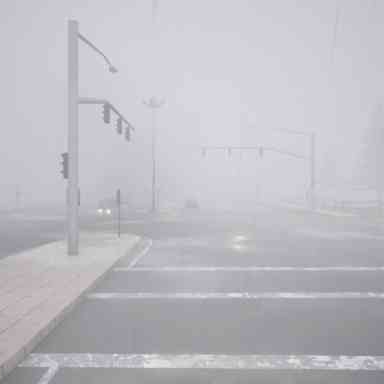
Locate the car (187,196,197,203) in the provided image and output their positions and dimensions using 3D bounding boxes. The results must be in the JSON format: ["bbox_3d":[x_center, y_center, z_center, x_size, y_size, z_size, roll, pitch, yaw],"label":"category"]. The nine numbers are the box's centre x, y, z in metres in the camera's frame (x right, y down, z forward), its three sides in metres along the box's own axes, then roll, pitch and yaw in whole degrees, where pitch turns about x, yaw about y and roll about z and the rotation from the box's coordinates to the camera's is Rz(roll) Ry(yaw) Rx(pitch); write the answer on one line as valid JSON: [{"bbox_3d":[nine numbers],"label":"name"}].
[{"bbox_3d":[-0.072,1.571,68.890,1.994,1.385,4.181,0,0,0],"label":"car"}]

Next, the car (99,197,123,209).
[{"bbox_3d":[-11.642,1.496,46.708,2.128,1.511,4.902,0,0,0],"label":"car"}]

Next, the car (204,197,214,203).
[{"bbox_3d":[3.428,1.608,68.925,1.895,1.301,4.718,0,0,0],"label":"car"}]

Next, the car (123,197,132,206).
[{"bbox_3d":[-11.619,1.553,56.999,2.033,1.411,5.357,0,0,1],"label":"car"}]

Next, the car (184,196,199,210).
[{"bbox_3d":[-0.045,1.530,43.456,1.812,1.442,4.674,0,0,0],"label":"car"}]
